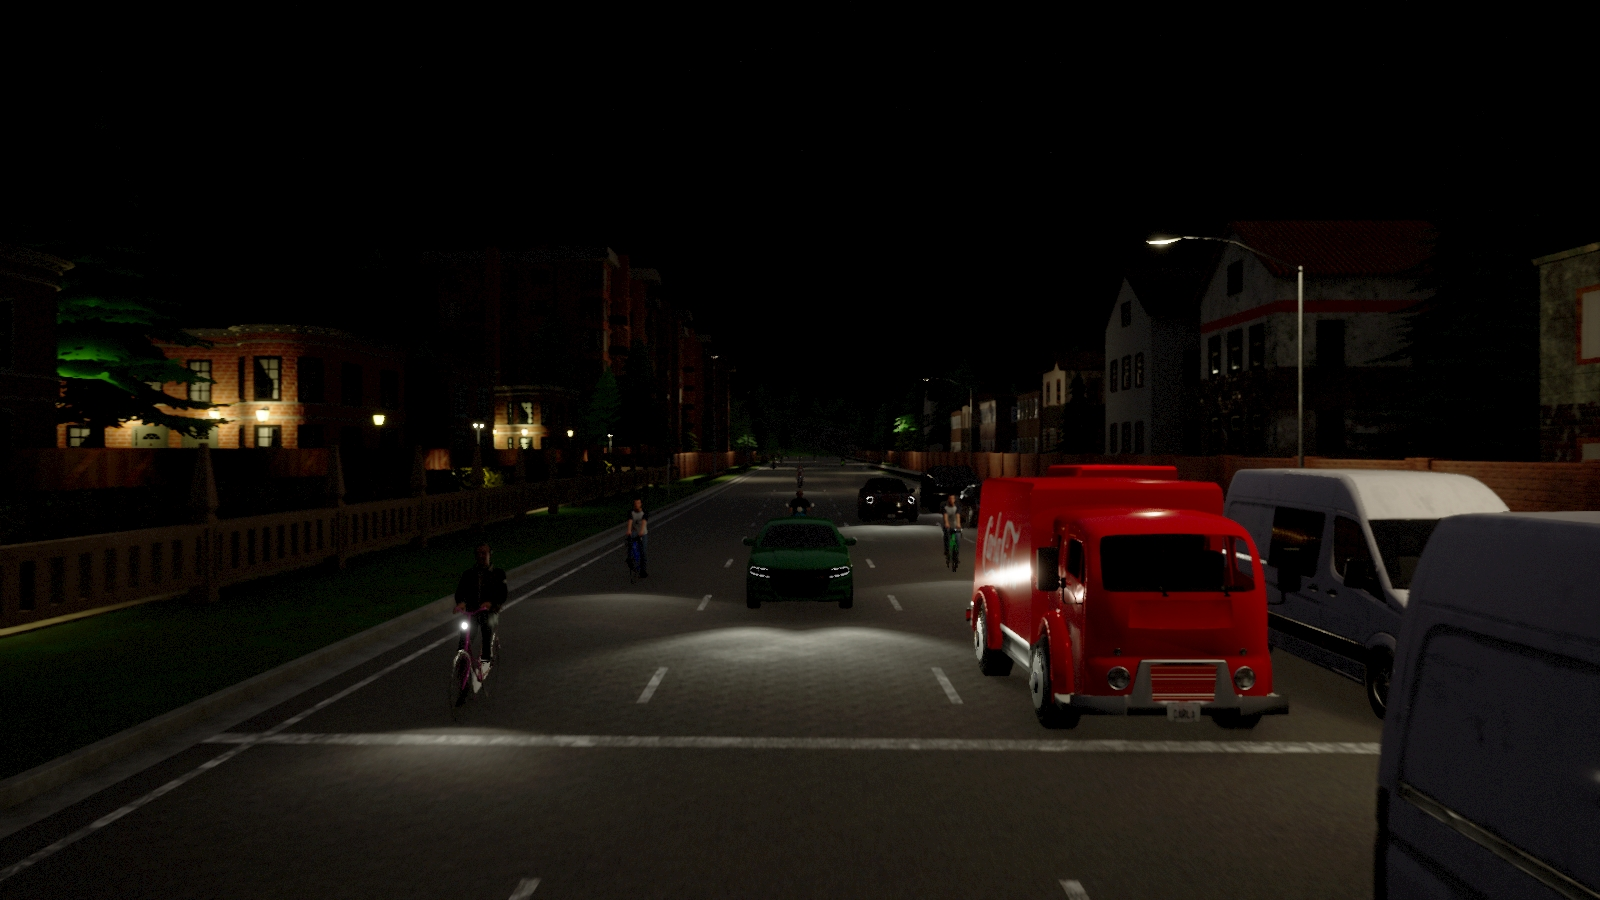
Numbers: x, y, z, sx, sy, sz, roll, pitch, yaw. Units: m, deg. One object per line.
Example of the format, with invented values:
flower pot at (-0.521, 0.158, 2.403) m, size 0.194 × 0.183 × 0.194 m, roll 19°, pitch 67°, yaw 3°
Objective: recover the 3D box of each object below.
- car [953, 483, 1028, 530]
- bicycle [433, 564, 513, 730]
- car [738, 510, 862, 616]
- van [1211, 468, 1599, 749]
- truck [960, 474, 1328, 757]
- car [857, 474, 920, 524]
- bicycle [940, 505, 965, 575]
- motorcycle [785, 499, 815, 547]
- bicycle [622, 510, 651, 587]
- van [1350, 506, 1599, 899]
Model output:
car at (6.987, 2.043, 42.299) m, size 2.007 × 1.525 × 4.514 m, roll 0°, pitch 0°, yaw 0°
bicycle at (-3.496, 2.061, 12.321) m, size 0.329 × 1.471 × 1.835 m, roll 0°, pitch 0°, yaw 0°
car at (-0.005, 2.036, 21.845) m, size 2.097 × 1.535 × 5.006 m, roll 0°, pitch 0°, yaw 0°
van at (6.999, 1.536, 13.714) m, size 1.988 × 2.561 × 5.915 m, roll 0°, pitch 0°, yaw 0°
truck at (3.496, 1.568, 13.021) m, size 2.627 × 2.467 × 5.204 m, roll 0°, pitch 0°, yaw 0°
car at (3.445, 1.908, 45.383) m, size 2.097 × 1.767 × 4.553 m, roll 0°, pitch 0°, yaw -1°
bicycle at (3.516, 2.058, 26.435) m, size 0.373 × 1.496 × 1.643 m, roll 0°, pitch 0°, yaw 0°
motorcycle at (-0.008, 2.144, 33.837) m, size 0.856 × 1.316 × 1.805 m, roll 0°, pitch 0°, yaw 0°
bicycle at (-3.458, 2.058, 24.197) m, size 0.373 × 1.496 × 1.643 m, roll 0°, pitch 0°, yaw 0°
van at (3.503, 1.535, 2.250) m, size 1.988 × 2.561 × 5.915 m, roll 0°, pitch 0°, yaw 0°
